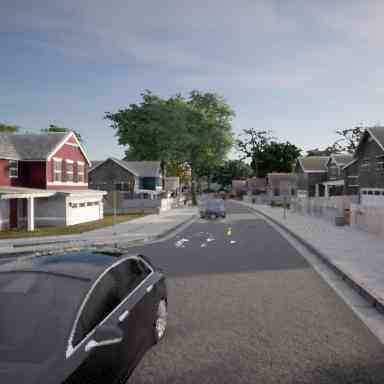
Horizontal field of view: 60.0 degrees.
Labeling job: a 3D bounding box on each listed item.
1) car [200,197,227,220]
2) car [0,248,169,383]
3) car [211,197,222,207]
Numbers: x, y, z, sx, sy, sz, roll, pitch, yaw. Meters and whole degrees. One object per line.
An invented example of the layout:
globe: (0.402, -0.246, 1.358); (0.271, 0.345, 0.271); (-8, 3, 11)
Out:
car: (1.897, 1.373, 28.583); (2.097, 1.767, 4.553); (0, 0, 6)
car: (-1.577, 1.534, 3.759); (1.837, 1.490, 4.892); (0, 0, 10)
car: (3.940, 1.605, 54.022); (1.812, 1.442, 4.674); (0, 0, 3)
